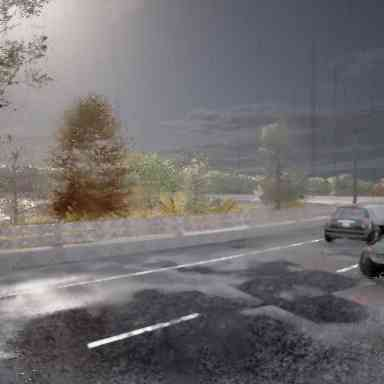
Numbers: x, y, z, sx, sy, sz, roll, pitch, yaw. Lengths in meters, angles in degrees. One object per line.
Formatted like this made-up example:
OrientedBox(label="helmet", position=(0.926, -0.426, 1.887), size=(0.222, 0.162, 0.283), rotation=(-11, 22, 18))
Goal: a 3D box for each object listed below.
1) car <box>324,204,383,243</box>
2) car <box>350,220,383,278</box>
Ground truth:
OrientedBox(label="car", position=(8.027, 1.396, 15.453), size=(4.553, 1.767, 2.097), rotation=(0, 0, -43))
OrientedBox(label="car", position=(6.347, 1.586, 9.150), size=(4.181, 1.385, 1.994), rotation=(0, 0, -41))
